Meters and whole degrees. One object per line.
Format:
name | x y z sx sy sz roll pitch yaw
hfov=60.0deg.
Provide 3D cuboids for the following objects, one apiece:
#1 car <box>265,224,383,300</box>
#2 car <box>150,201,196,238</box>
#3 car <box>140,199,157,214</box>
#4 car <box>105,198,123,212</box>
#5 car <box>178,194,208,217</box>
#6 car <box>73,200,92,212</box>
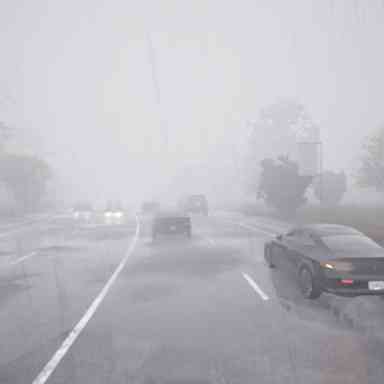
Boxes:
car | 3.222 1.520 8.310 1.812 1.442 4.674 0 0 -3
car | -1.164 1.485 17.694 1.882 1.535 5.008 0 0 -7
car | -4.524 1.496 35.763 1.882 1.535 5.008 0 0 -13
car | -9.333 1.516 39.768 2.128 1.511 4.902 0 0 -15
car | -0.010 1.232 31.821 2.150 2.045 5.566 0 0 -12
car | -12.755 1.592 39.015 1.994 1.385 4.181 0 0 -15
